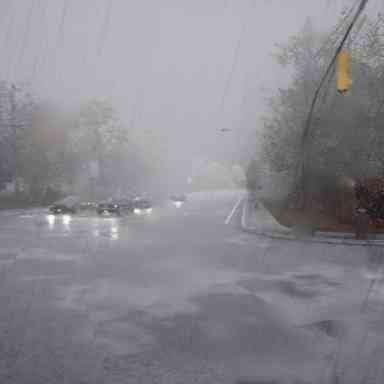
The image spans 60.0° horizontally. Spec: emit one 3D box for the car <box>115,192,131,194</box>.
[{"bbox_3d":[-7.706,0.740,36.523,2.128,1.511,4.902,1,1,10],"label":"car"}]

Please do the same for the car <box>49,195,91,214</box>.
[{"bbox_3d":[-9.300,0.931,26.995,2.033,1.411,5.357,1,1,9],"label":"car"}]

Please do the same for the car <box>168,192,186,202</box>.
[{"bbox_3d":[-2.112,0.701,48.517,1.994,1.385,4.181,1,1,10],"label":"car"}]

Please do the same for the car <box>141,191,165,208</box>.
[{"bbox_3d":[-4.400,0.680,35.060,2.097,1.767,4.553,1,1,10],"label":"car"}]

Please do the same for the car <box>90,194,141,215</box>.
[{"bbox_3d":[-5.876,1.053,26.251,1.895,1.301,4.718,1,1,9],"label":"car"}]

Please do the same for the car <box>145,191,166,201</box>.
[{"bbox_3d":[-5.385,0.563,50.137,1.837,1.490,4.892,1,1,10],"label":"car"}]
